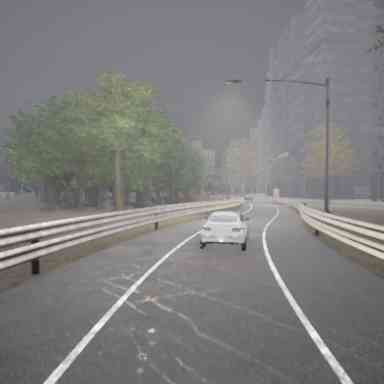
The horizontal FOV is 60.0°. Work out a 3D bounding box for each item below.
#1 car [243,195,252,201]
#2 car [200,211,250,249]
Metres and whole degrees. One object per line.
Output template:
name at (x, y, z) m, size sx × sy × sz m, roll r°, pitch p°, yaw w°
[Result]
car at (13.701, 1.487, 82.804) m, size 2.128 × 1.511 × 4.902 m, roll 0°, pitch 0°, yaw -2°
car at (1.501, 1.532, 14.498) m, size 1.812 × 1.442 × 4.674 m, roll 0°, pitch 0°, yaw 11°
